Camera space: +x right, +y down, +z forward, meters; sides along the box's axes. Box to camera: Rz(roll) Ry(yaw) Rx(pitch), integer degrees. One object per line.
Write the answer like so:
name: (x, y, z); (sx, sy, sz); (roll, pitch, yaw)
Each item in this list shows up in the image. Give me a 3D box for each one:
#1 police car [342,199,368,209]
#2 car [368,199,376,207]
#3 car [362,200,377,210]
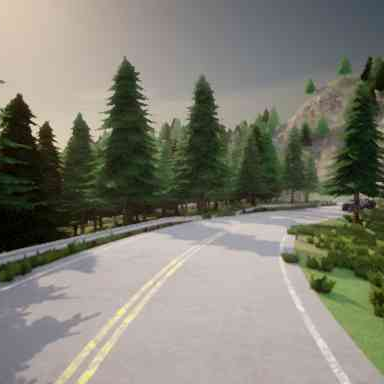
police car: (20.631, 1.825, 42.411); (1.930, 1.638, 5.238); (3, 1, 36)
car: (26.362, 1.855, 50.578); (2.097, 1.767, 4.553); (3, 1, 34)
car: (29.720, 2.111, 55.671); (1.837, 1.490, 4.892); (3, 1, 33)
